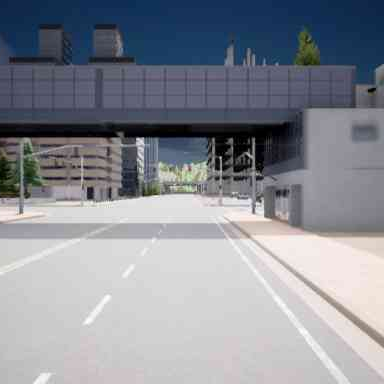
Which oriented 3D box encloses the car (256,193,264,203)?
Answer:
[{"bbox_3d":[13.132,1.119,61.628,1.932,1.855,4.605,0,0,0],"label":"car"}]
